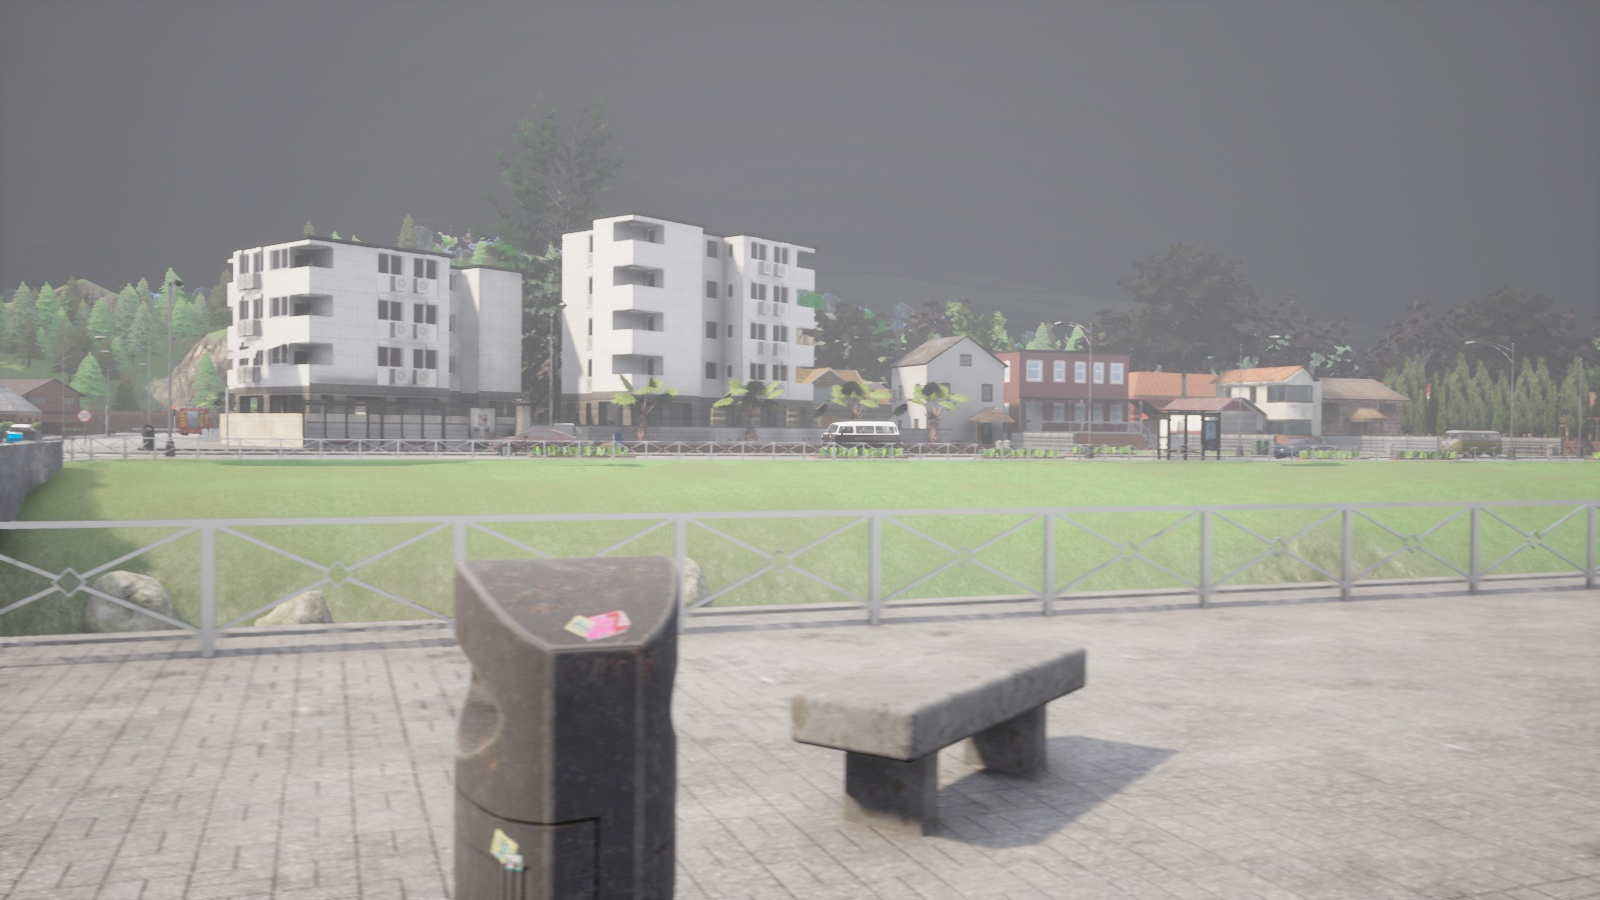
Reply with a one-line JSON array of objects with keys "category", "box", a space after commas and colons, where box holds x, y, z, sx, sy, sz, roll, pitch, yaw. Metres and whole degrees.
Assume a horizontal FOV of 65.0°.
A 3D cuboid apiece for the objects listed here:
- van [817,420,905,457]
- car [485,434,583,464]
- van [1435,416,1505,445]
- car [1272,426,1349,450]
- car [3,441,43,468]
[{"category": "van", "box": [3.452, -0.673, 71.094, 4.480, 2.038, 2.069, -1, 1, -21]}, {"category": "car", "box": [-13.688, -0.079, 64.594, 4.674, 1.442, 1.812, -1, 1, -21]}, {"category": "van", "box": [46.687, -1.378, 87.498, 4.442, 1.987, 1.775, -1, 1, -21]}, {"category": "car", "box": [31.497, -0.739, 77.460, 4.181, 1.385, 1.994, -1, 1, -21]}, {"category": "car", "box": [-40.314, 0.212, 65.202, 1.481, 1.376, 2.207, 0, 0, -24]}]
